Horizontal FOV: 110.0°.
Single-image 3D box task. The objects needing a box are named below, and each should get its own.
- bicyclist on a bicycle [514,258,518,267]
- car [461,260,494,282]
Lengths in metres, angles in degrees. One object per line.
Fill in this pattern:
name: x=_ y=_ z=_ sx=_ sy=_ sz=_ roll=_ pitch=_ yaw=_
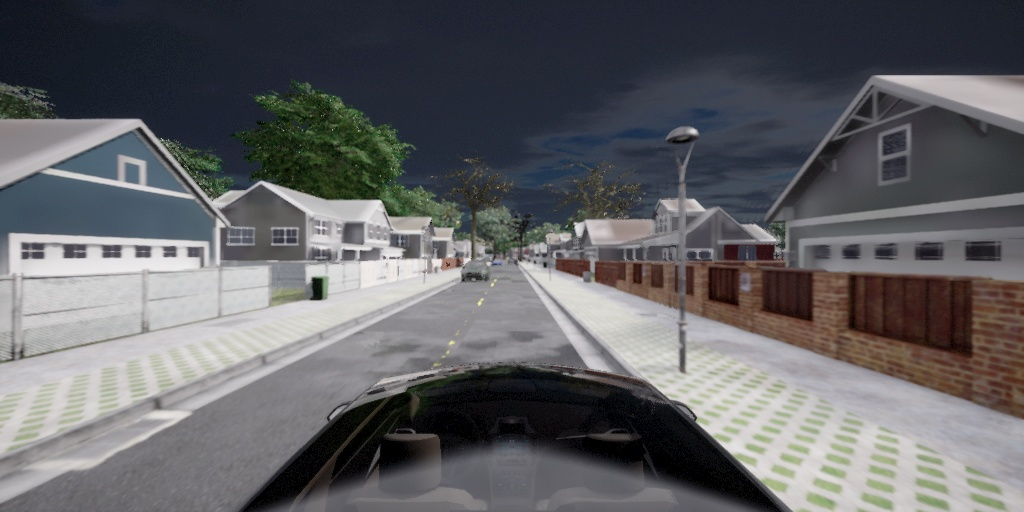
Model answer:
bicyclist on a bicycle: x=0.713 y=1.217 z=60.142 sx=0.659 sy=1.776 sz=1.843 roll=0 pitch=0 yaw=0
car: x=-2.867 y=1.160 z=29.076 sx=2.097 sy=1.767 sz=4.553 roll=0 pitch=0 yaw=0
